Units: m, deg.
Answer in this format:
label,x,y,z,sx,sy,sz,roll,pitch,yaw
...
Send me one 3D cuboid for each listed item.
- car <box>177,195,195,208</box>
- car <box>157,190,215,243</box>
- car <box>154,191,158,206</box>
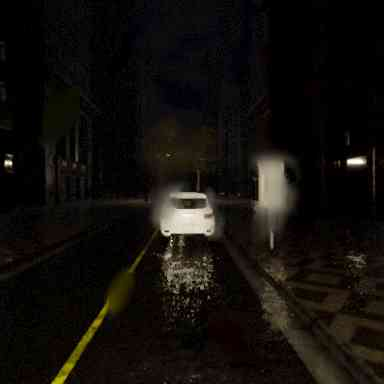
label,x,y,z,sx,sy,sz,roll,pitch,yaw
car,-0.721,1.126,39.975,1.994,1.385,4.181,0,1,-1
car,-0.206,1.056,15.285,2.150,2.045,5.566,0,1,-1
car,-3.924,1.008,45.230,1.882,1.535,5.008,0,0,-1
